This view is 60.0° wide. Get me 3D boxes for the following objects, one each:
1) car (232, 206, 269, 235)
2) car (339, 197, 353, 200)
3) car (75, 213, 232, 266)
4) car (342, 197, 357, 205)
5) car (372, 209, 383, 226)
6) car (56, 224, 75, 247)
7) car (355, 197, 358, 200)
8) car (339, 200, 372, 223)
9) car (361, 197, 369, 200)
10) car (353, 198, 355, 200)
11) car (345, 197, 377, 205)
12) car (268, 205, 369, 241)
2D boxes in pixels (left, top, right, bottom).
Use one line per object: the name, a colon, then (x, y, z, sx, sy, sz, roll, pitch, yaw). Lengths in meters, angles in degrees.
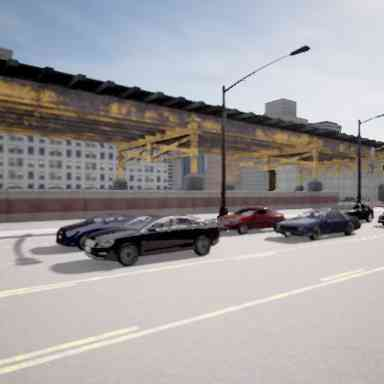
car: (3.535, 1.587, 19.388, 4.674, 1.442, 1.812, 0, 0, -35)
car: (23.714, 1.488, 55.392, 4.536, 1.218, 1.853, 0, 0, 8)
car: (-1.217, 1.524, 11.719, 4.902, 1.511, 2.128, 0, 0, -35)
car: (27.528, 1.500, 58.117, 1.853, 1.218, 4.536, 0, 0, 18)
car: (15.140, 1.633, 23.294, 5.357, 1.411, 2.033, 0, 0, -35)
car: (-3.590, 1.602, 14.326, 4.181, 1.385, 1.994, 0, 0, -36)
car: (27.512, 1.658, 58.067, 2.038, 1.542, 4.974, 0, 0, 18)
car: (11.994, 1.593, 25.362, 4.892, 1.490, 1.837, 0, 0, -35)
car: (31.373, 1.516, 61.818, 4.536, 1.218, 1.853, 0, 0, -7)
car: (23.765, 1.645, 55.384, 4.974, 1.542, 2.038, 0, 0, 8)
car: (31.425, 1.673, 61.824, 4.974, 1.542, 2.038, 0, 0, -7)
car: (6.728, 1.605, 17.368, 5.357, 1.411, 2.033, 0, 0, -35)
